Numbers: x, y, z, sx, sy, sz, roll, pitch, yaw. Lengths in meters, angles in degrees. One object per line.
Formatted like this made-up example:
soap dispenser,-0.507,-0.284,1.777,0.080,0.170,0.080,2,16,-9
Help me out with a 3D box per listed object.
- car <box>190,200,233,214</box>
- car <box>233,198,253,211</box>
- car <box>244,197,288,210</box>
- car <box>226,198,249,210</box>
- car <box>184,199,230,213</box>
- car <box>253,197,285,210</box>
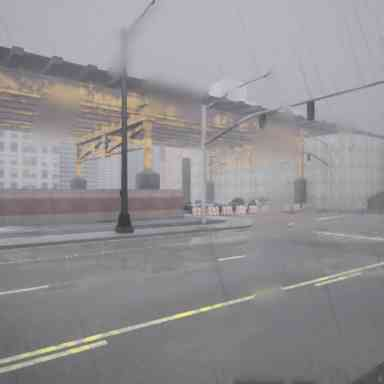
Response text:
car,1.522,1.461,35.238,4.974,1.542,2.038,0,0,8
car,5.269,1.462,37.920,2.038,1.542,4.974,0,0,18
car,9.183,1.464,41.677,4.974,1.542,2.038,0,0,-7
car,5.285,1.305,37.970,1.853,1.218,4.536,0,0,18
car,1.471,1.303,35.245,4.536,1.218,1.853,0,0,8
car,9.131,1.307,41.671,4.536,1.218,1.853,0,0,-7
